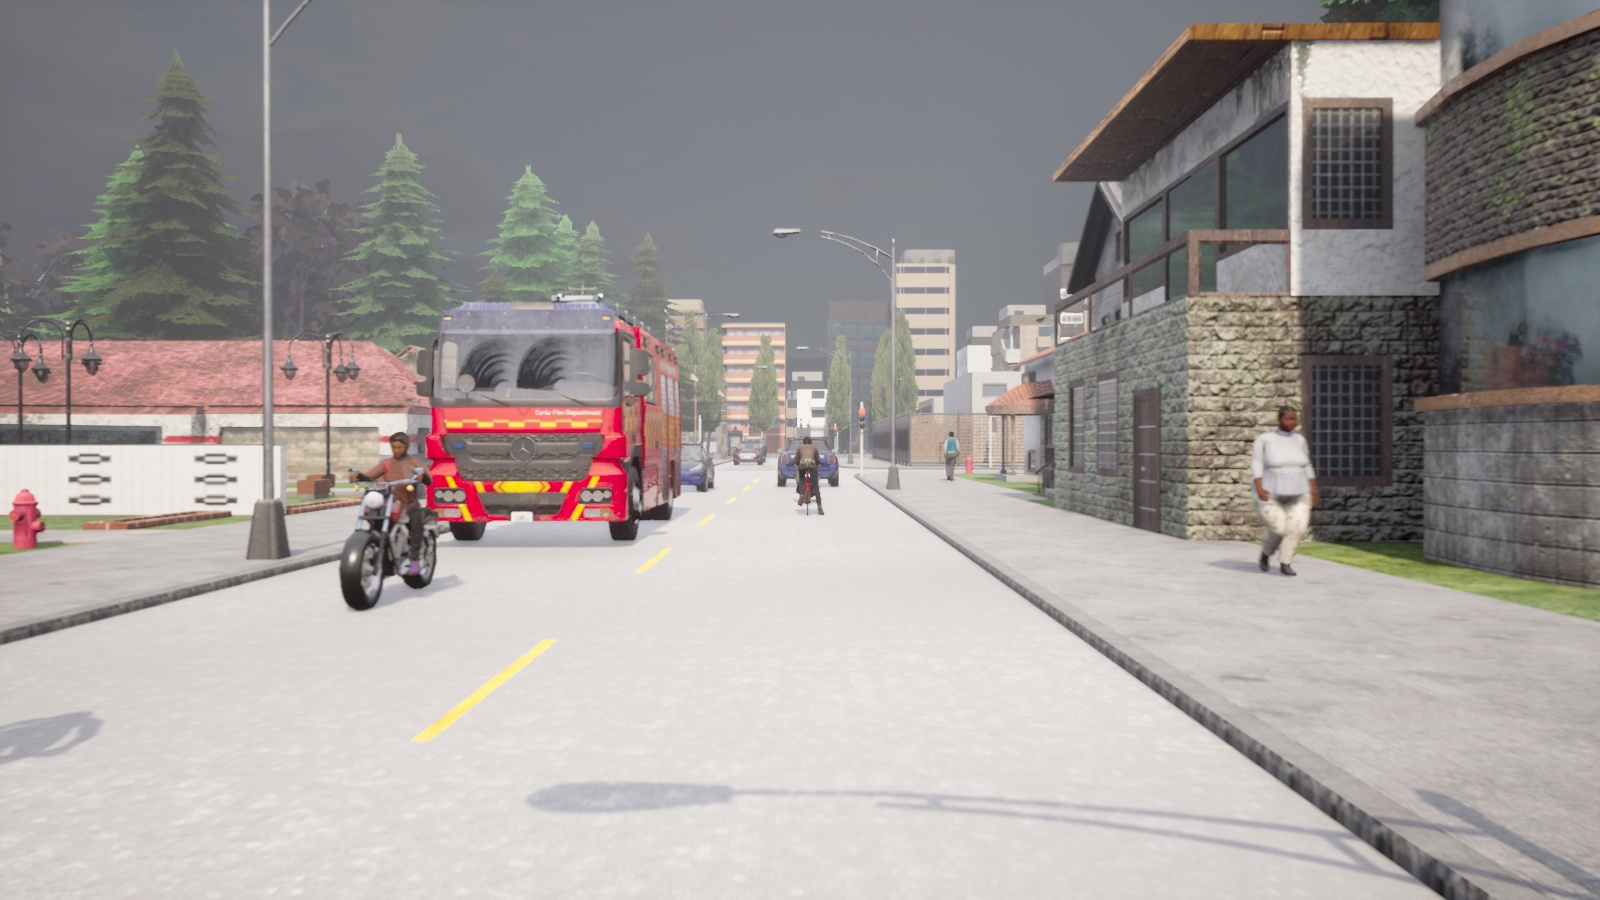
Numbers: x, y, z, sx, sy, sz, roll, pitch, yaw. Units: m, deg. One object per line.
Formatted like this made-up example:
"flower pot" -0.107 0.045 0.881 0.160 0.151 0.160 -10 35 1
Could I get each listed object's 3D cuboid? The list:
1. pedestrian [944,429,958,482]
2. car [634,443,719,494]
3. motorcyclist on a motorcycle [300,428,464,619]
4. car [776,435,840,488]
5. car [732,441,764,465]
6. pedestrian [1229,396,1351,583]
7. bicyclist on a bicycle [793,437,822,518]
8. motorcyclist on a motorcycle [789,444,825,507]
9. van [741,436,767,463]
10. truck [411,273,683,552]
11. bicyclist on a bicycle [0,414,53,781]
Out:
"pedestrian" 5.478 0.204 45.592 0.396 1.930 0.692 0 0 -1
"car" -3.770 0.522 39.241 2.163 1.488 4.792 0 0 0
"motorcyclist on a motorcycle" -3.919 0.626 11.997 0.766 1.649 2.350 0 0 0
"car" 0.265 0.357 43.995 2.097 1.767 4.553 0 0 0
"car" -3.523 0.190 85.878 2.033 1.649 4.856 0 0 0
"pedestrian" 5.005 0.388 12.876 0.874 1.855 0.900 0 0 -2
"bicyclist on a bicycle" 0.158 0.553 26.006 0.582 1.620 1.656 0 0 0
"motorcyclist on a motorcycle" 0.186 0.605 31.342 0.866 1.530 2.191 0 0 0
"van" -3.466 -0.039 95.012 1.775 1.987 4.442 0 0 0
"truck" -3.867 -0.542 21.466 2.891 3.827 8.468 0 0 0
"bicyclist on a bicycle" -3.955 0.651 5.160 0.866 1.612 1.509 0 0 0
